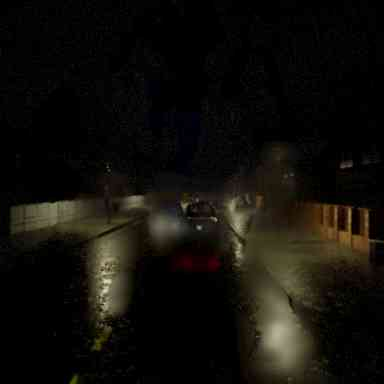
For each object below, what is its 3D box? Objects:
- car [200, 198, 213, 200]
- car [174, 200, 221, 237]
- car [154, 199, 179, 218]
[{"bbox_3d":[1.726,1.336,39.292,1.895,1.301,4.718,0,0,5],"label":"car"},{"bbox_3d":[0.448,1.370,17.194,2.128,1.511,4.902,0,0,2],"label":"car"},{"bbox_3d":[-1.904,1.288,27.576,1.882,1.535,5.008,0,0,3],"label":"car"}]
